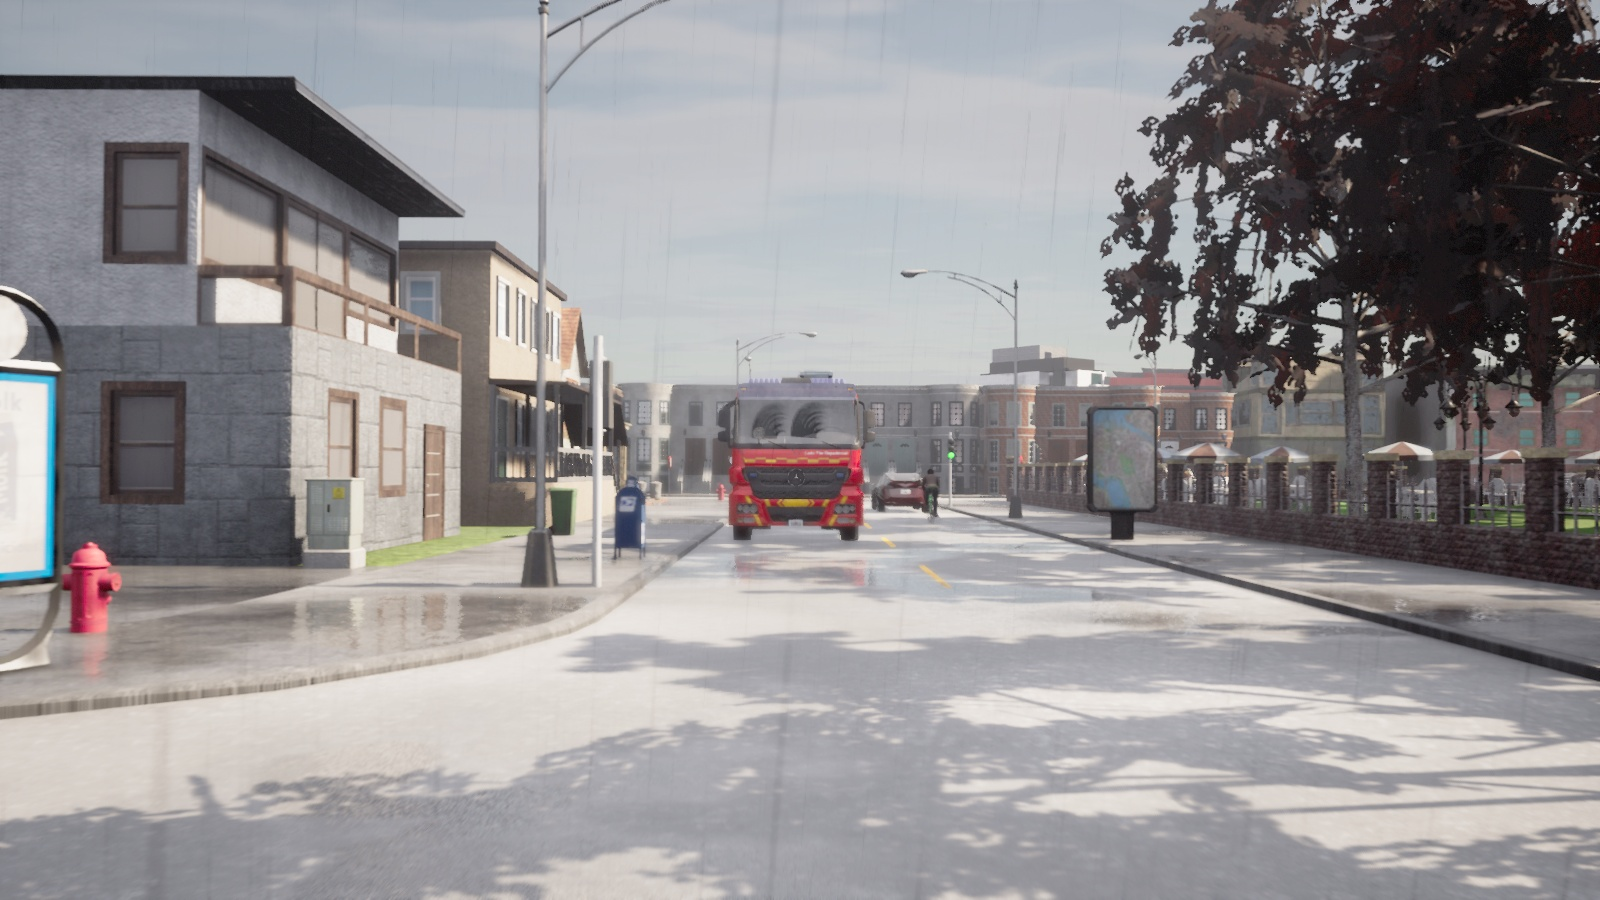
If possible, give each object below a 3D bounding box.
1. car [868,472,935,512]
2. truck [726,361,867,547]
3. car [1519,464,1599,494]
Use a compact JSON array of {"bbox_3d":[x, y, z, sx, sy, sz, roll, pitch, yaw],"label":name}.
[{"bbox_3d":[3.882,1.596,48.927,2.163,1.488,4.792,0,-1,-1],"label":"car"},{"bbox_3d":[-0.083,0.141,30.152,2.891,3.827,8.468,0,-1,0],"label":"truck"},{"bbox_3d":[43.251,1.634,70.403,4.611,1.667,2.242,0,-1,12],"label":"car"}]
